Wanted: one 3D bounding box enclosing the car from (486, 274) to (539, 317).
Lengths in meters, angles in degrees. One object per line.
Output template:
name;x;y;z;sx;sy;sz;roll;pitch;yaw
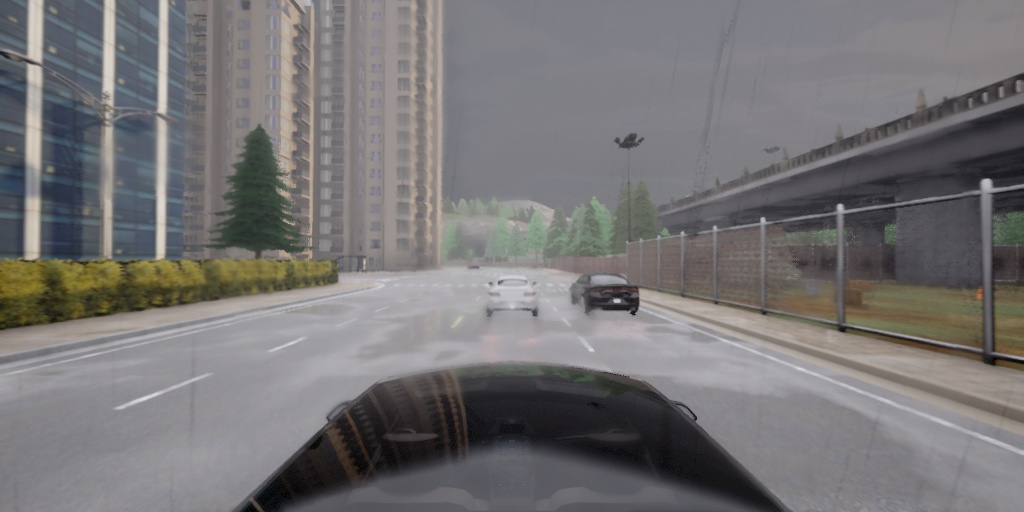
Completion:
car;0.036;1.424;13.926;1.812;1.442;4.674;0;-1;1

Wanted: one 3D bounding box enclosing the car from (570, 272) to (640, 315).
car;3.543;1.382;14.467;1.882;1.535;5.008;0;-1;1
